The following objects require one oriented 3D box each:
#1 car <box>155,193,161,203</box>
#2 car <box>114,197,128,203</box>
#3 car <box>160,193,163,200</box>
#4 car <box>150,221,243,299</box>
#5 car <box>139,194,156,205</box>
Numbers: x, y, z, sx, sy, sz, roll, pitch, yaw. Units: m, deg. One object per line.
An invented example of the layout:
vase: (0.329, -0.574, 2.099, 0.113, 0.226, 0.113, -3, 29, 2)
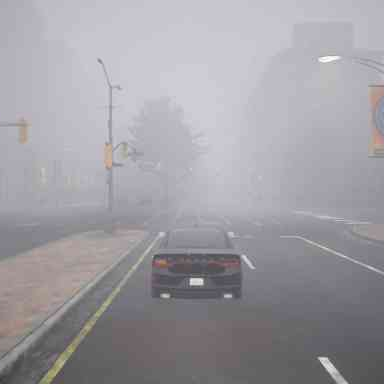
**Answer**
car: (-7.756, 1.526, 65.782, 1.812, 1.442, 4.674, 0, 0, 1)
car: (-14.463, 1.595, 67.895, 1.895, 1.301, 4.718, 0, 0, 0)
car: (-7.676, 1.225, 76.533, 2.150, 2.045, 5.566, 0, 0, 0)
car: (0.114, 1.478, 8.512, 1.882, 1.535, 5.008, 0, 0, 1)
car: (-7.843, 1.505, 56.523, 1.837, 1.490, 4.892, 0, 0, 1)
